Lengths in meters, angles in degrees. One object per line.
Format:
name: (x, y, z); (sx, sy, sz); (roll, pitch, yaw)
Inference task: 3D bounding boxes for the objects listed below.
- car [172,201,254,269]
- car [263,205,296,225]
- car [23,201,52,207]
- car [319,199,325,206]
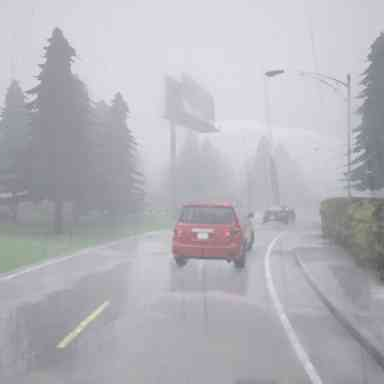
car: (0.938, 1.326, 11.881); (2.150, 2.045, 5.566); (0, 0, 14)
car: (6.948, 1.746, 26.394); (1.812, 1.442, 4.674); (0, 0, 28)
car: (-25.287, 1.826, 54.415); (5.357, 1.411, 2.033); (0, -1, 30)
car: (26.789, 2.086, 66.727); (1.812, 1.442, 4.674); (0, -1, 31)
